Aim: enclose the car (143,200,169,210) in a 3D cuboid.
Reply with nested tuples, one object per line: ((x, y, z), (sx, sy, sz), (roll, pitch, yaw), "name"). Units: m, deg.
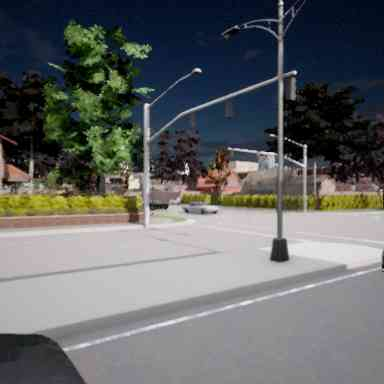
((-4.963, 1.745, 44.660), (1.895, 1.301, 4.718), (0, 0, -36), "car")

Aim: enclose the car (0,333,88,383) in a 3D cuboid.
((-3.165, 1.536, 1.491), (5.357, 1.411, 2.033), (0, 0, -36), "car")

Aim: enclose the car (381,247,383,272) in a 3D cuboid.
((6.787, 1.561, 8.588), (4.902, 1.511, 2.128), (0, 0, -35), "car")

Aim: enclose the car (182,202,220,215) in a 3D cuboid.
((0.942, 1.745, 36.504), (1.895, 1.301, 4.718), (0, 0, -36), "car")
